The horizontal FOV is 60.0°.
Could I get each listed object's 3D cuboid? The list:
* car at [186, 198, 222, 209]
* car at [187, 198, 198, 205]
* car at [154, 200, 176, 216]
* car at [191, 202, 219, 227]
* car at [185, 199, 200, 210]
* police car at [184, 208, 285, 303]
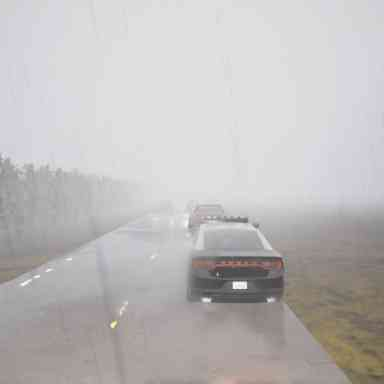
[{"bbox_3d":[0.856,1.373,18.253,2.097,1.767,4.553,0,0,0],"label":"car"},{"bbox_3d":[0.113,1.778,63.352,1.994,1.385,4.181,0,0,0],"label":"car"},{"bbox_3d":[-2.690,1.577,33.629,1.837,1.490,4.892,0,0,0],"label":"car"},{"bbox_3d":[0.868,1.544,24.282,1.837,1.490,4.892,0,0,0],"label":"car"},{"bbox_3d":[0.109,1.675,46.005,2.033,1.411,5.357,0,0,1],"label":"car"},{"bbox_3d":[0.840,1.430,8.391,1.930,1.638,5.238,0,0,0],"label":"police car"}]
